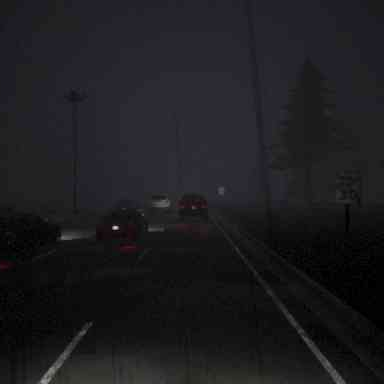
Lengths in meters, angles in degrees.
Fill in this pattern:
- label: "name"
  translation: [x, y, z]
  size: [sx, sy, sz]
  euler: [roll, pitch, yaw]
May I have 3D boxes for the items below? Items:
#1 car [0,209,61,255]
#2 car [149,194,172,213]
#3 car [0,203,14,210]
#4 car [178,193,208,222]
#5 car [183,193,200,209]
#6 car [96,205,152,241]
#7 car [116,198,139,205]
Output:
- label: "car"
  translation: [-6.897, 1.552, 13.304]
  size: [1.994, 1.385, 4.181]
  euler: [0, 0, 0]
- label: "car"
  translation: [-3.452, 1.190, 36.882]
  size: [2.150, 2.045, 5.566]
  euler: [0, 0, 0]
- label: "car"
  translation: [-15.004, 1.542, 24.978]
  size: [1.994, 1.385, 4.181]
  euler: [0, 0, 0]
- label: "car"
  translation: [0.105, 1.202, 26.342]
  size: [2.150, 2.045, 5.566]
  euler: [0, 0, 0]
- label: "car"
  translation: [-0.155, 1.183, 44.721]
  size: [2.150, 2.045, 5.566]
  euler: [0, 0, -1]
- label: "car"
  translation: [-3.396, 1.549, 16.756]
  size: [1.994, 1.385, 4.181]
  euler: [0, 0, 0]
- label: "car"
  translation: [-6.958, 1.474, 36.028]
  size: [1.837, 1.490, 4.892]
  euler: [0, 0, -1]
